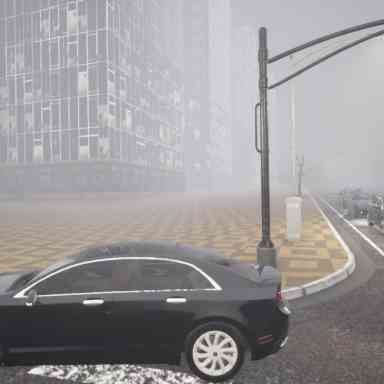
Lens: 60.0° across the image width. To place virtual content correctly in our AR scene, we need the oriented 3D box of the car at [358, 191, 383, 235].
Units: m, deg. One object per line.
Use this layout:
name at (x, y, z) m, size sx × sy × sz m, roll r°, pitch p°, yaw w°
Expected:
car at (8.937, 0.928, 14.456) m, size 2.128 × 1.511 × 4.902 m, roll -1°, pitch 2°, yaw 18°

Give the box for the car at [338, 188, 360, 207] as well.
car at (12.938, 0.453, 26.828) m, size 2.128 × 1.511 × 4.902 m, roll -1°, pitch 2°, yaw 18°

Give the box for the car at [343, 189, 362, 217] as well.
car at (10.964, 0.759, 20.757) m, size 1.994 × 1.385 × 4.181 m, roll -1°, pitch 2°, yaw 17°

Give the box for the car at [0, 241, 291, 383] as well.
car at (-1.121, 1.505, 4.786) m, size 4.892 × 1.490 × 1.837 m, roll 0°, pitch 0°, yaw 0°
